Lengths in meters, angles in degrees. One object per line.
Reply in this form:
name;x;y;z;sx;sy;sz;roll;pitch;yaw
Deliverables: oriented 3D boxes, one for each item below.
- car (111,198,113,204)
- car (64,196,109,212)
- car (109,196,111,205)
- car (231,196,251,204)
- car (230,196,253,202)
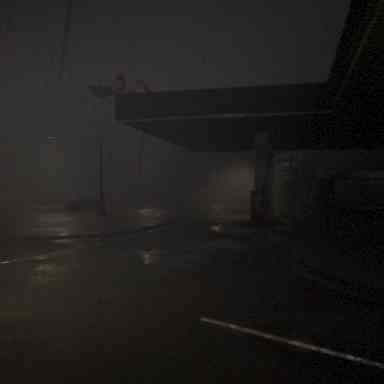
car;-16.726;1.431;60.595;4.553;1.767;2.097;1;0;-45
car;-12.923;1.528;40.179;1.882;1.535;5.008;0;0;36
car;-13.815;1.408;44.938;2.097;1.767;4.553;0;0;36
car;10.209;1.607;63.858;4.181;1.385;1.994;0;0;-15
car;11.201;1.647;75.018;4.718;1.301;1.895;0;0;-9
